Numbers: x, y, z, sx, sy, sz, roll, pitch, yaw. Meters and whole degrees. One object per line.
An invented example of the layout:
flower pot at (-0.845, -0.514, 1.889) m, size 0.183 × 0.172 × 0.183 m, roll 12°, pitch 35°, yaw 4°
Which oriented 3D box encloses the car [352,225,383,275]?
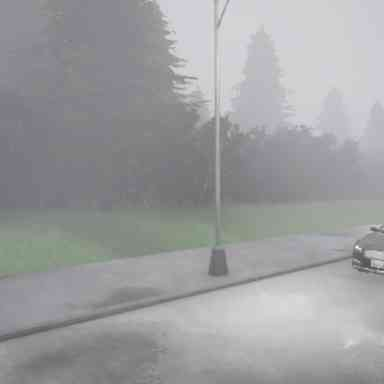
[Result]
car at (6.305, 1.375, 9.097) m, size 4.902 × 1.511 × 2.128 m, roll -1°, pitch 0°, yaw -35°
